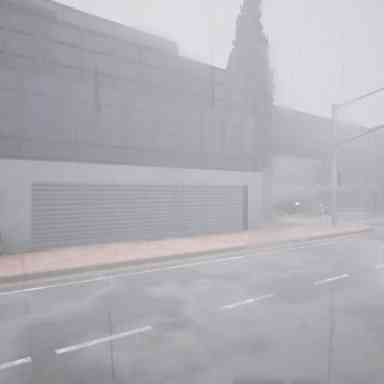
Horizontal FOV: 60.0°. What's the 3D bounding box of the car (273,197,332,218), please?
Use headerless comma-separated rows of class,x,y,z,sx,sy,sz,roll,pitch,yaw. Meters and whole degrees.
car,9.703,1.491,30.360,2.128,1.511,4.902,0,0,-37

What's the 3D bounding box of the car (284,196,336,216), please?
car,11.793,1.352,33.417,2.097,1.767,4.553,0,0,-37
